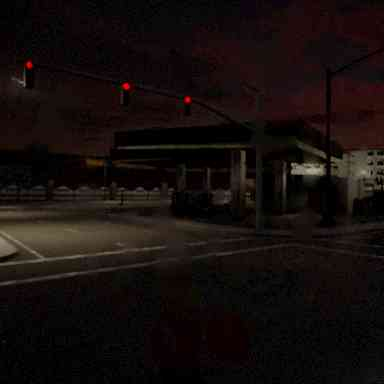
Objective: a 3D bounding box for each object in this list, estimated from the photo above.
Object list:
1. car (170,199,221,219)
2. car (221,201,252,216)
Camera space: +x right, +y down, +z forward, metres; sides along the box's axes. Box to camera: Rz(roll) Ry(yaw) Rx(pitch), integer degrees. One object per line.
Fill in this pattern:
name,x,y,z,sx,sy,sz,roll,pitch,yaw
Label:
car,-0.002,1.426,29.400,2.242,1.667,4.611,1,0,-37
car,4.105,1.634,33.487,1.970,1.475,3.806,1,0,-37
